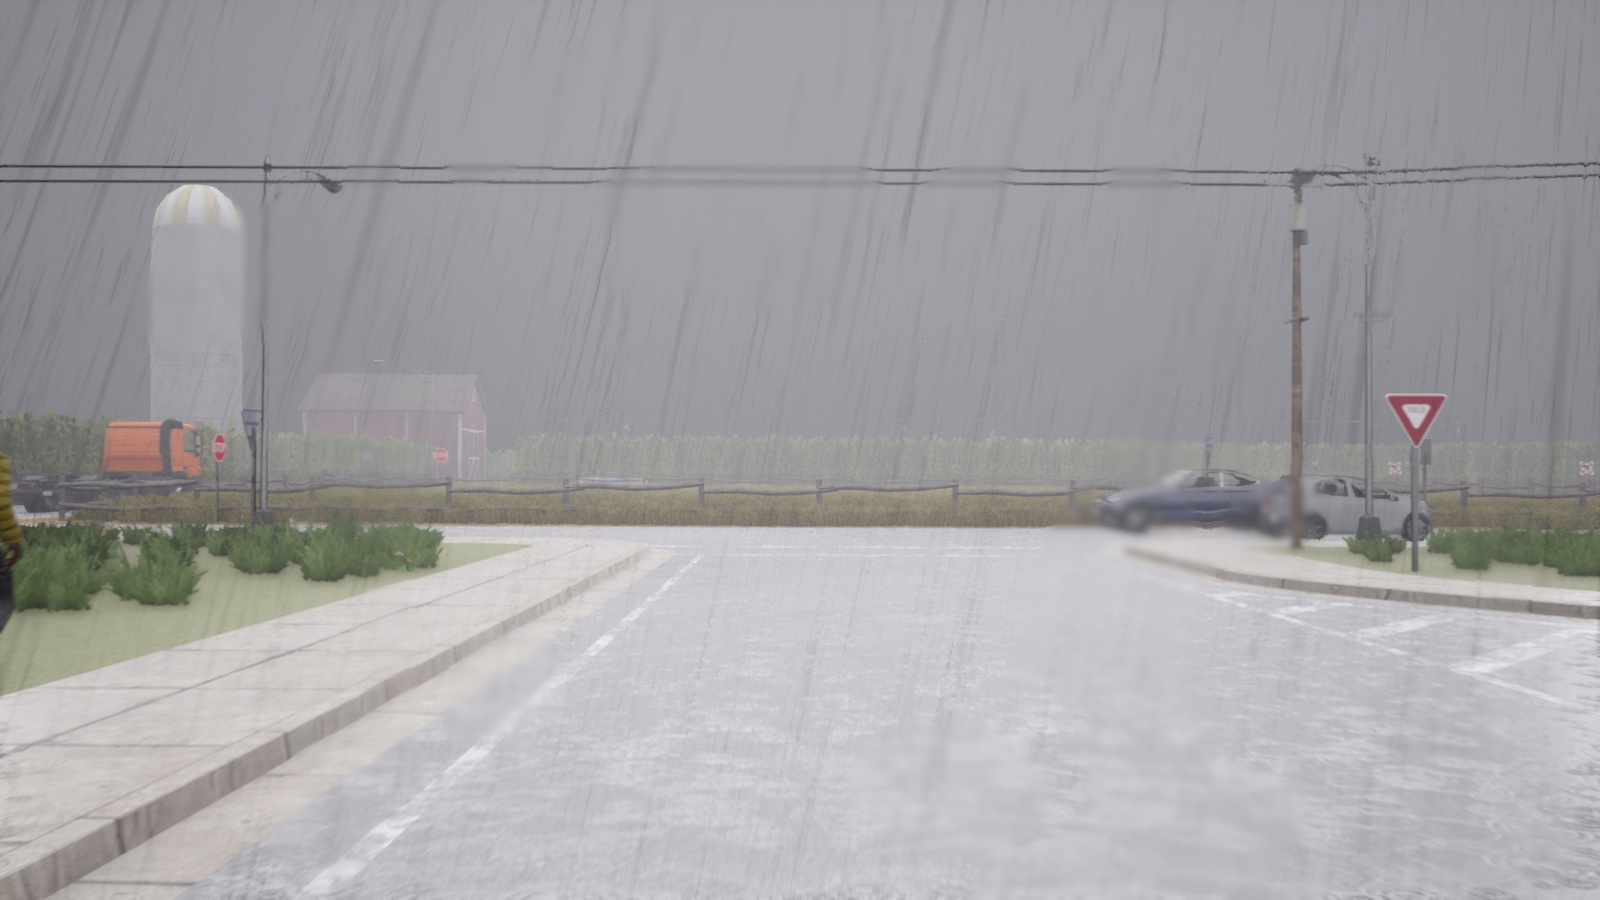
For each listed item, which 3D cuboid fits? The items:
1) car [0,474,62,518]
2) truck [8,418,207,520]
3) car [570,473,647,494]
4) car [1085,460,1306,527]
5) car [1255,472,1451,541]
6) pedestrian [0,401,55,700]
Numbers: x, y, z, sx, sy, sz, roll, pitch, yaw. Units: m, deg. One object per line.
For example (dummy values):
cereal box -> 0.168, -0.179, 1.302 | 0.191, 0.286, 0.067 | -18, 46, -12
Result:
car -> -28.603, 1.623, 44.630 | 2.007, 1.525, 4.514 | 0, -1, 1
truck -> -25.523, 0.719, 46.855 | 2.891, 3.462, 7.936 | 0, -1, 1
car -> -12.449, 2.159, 81.887 | 4.718, 1.301, 1.895 | 0, -1, 1
car -> 10.128, 1.096, 32.442 | 5.027, 1.651, 2.152 | 0, -1, 1
car -> 12.550, 1.258, 28.627 | 3.633, 1.501, 1.845 | 0, -1, -8
pedestrian -> -5.088, 0.622, 7.872 | 0.370, 1.835, 0.726 | 0, -1, 4
